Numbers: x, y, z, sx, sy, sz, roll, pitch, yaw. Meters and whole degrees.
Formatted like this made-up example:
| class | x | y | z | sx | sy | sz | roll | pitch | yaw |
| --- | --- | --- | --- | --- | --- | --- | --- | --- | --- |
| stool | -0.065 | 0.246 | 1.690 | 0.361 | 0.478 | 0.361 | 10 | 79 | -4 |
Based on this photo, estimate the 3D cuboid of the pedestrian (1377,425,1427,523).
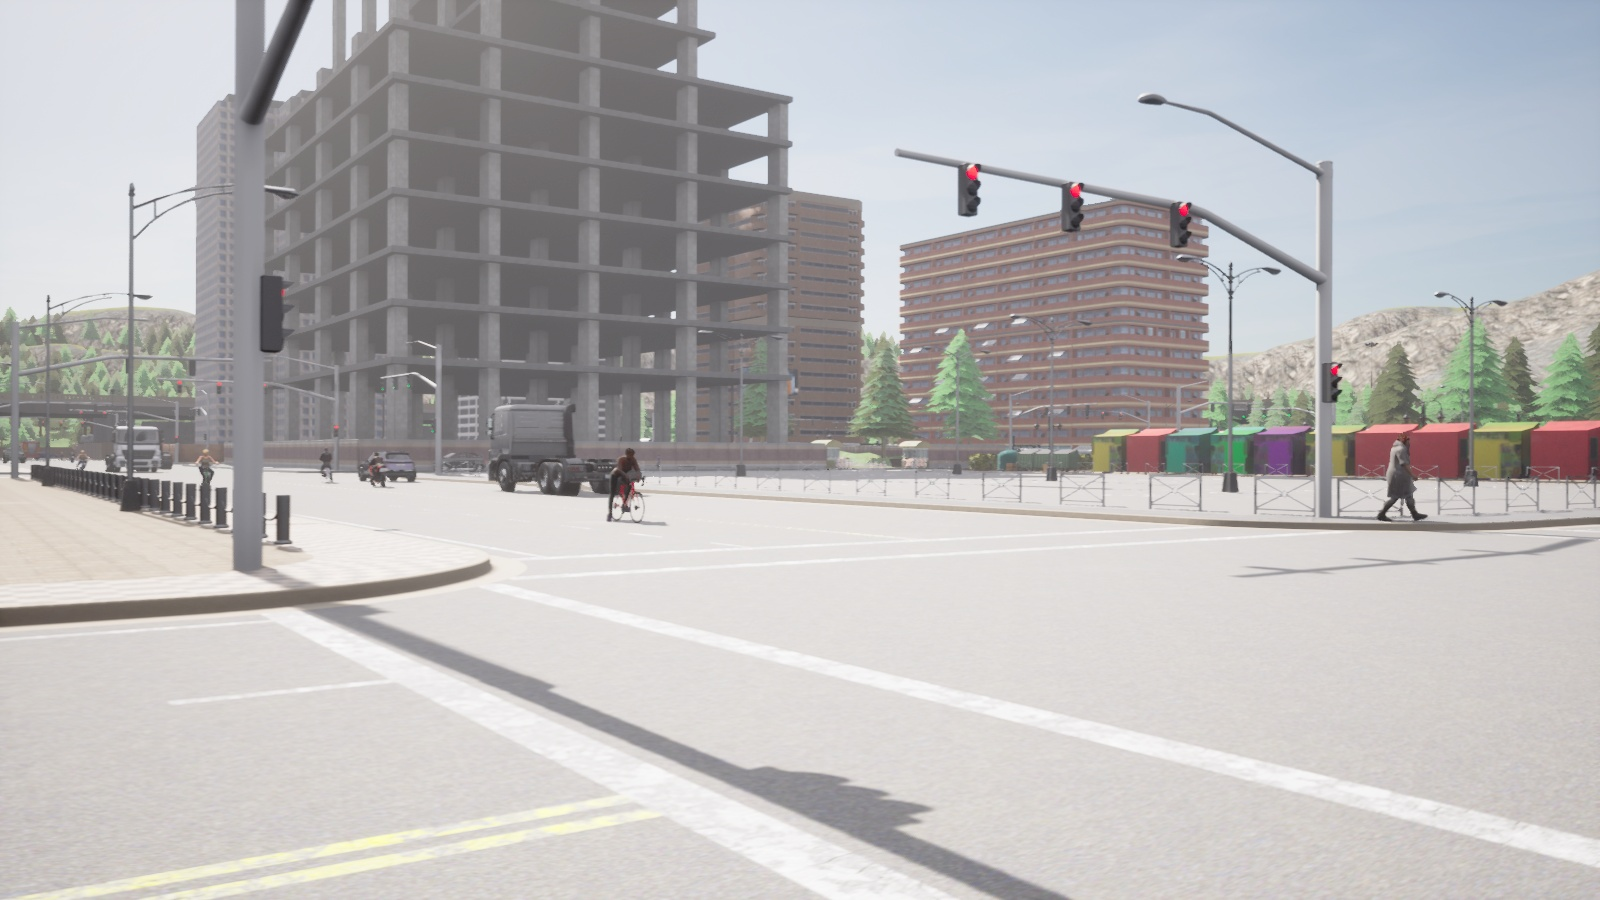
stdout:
| class | x | y | z | sx | sy | sz | roll | pitch | yaw |
| --- | --- | --- | --- | --- | --- | --- | --- | --- | --- |
| pedestrian | 12.254 | 0.478 | 25.589 | 0.873 | 1.952 | 0.659 | 0 | 0 | 22 |

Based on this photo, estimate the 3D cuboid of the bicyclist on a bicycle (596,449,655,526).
| class | x | y | z | sx | sy | sz | roll | pitch | yaw |
| --- | --- | --- | --- | --- | --- | --- | --- | --- | --- |
| bicyclist on a bicycle | -3.801 | 0.792 | 27.335 | 0.582 | 1.620 | 1.656 | 0 | 0 | -35 |

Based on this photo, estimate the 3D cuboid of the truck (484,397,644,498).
| class | x | y | z | sx | sy | sz | roll | pitch | yaw |
| --- | --- | --- | --- | --- | --- | --- | --- | --- | --- |
| truck | -9.006 | -0.072 | 47.086 | 2.891 | 3.462 | 7.936 | 0 | 0 | -35 |

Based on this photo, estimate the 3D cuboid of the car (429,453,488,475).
| class | x | y | z | sx | sy | sz | roll | pitch | yaw |
| --- | --- | --- | --- | --- | --- | --- | --- | --- | --- |
| car | -24.818 | 0.995 | 91.240 | 3.705 | 1.549 | 1.789 | 0 | 0 | -35 |

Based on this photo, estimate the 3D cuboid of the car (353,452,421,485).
| class | x | y | z | sx | sy | sz | roll | pitch | yaw |
| --- | --- | --- | --- | --- | --- | --- | --- | --- | --- |
| car | -21.347 | 0.910 | 64.833 | 2.033 | 1.649 | 4.856 | 0 | 0 | -35 |

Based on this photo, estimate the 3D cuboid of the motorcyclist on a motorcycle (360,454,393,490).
| class | x | y | z | sx | sy | sz | roll | pitch | yaw |
| --- | --- | --- | --- | --- | --- | --- | --- | --- | --- |
| motorcyclist on a motorcycle | -18.362 | 0.925 | 54.409 | 0.797 | 1.523 | 2.044 | 0 | 0 | -35 |
